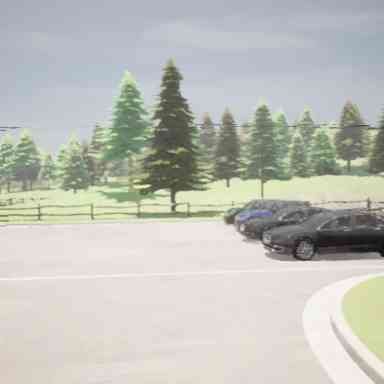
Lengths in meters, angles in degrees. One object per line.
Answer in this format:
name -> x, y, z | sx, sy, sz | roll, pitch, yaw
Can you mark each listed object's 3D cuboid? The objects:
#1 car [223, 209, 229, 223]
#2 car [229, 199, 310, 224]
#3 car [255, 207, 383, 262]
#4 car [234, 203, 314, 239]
car -> 4.344, 1.247, 21.889 | 4.553, 1.767, 2.097 | -1, 0, -5
car -> 4.642, 1.250, 18.402 | 4.553, 1.767, 2.097 | -1, 0, -5
car -> 4.909, 1.413, 11.400 | 4.892, 1.490, 1.837 | -1, 0, -5
car -> 4.605, 1.410, 14.887 | 4.892, 1.490, 1.837 | -1, 0, -5
